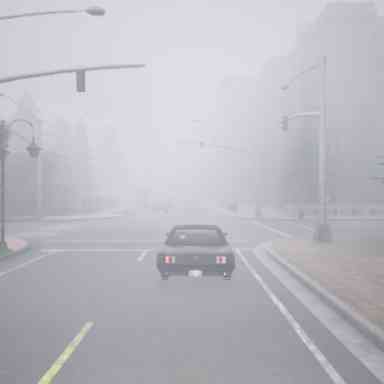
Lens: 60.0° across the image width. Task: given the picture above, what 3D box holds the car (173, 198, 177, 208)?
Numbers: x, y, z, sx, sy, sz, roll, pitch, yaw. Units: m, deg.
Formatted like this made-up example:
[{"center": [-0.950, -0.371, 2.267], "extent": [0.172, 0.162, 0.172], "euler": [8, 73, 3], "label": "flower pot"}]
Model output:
[{"center": [-3.596, 1.690, 47.424], "extent": [1.895, 1.301, 4.718], "euler": [0, 0, 0], "label": "car"}]

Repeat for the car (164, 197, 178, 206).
[{"center": [-3.580, 1.672, 57.504], "extent": [1.994, 1.385, 4.181], "euler": [0, 0, 0], "label": "car"}]

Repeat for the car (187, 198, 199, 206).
[{"center": [0.092, 1.667, 55.290], "extent": [1.994, 1.385, 4.181], "euler": [0, 0, 0], "label": "car"}]

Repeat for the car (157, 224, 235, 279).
[{"center": [0.140, 1.620, 10.037], "extent": [1.895, 1.301, 4.718], "euler": [0, 0, 1], "label": "car"}]

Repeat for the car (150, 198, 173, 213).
[{"center": [-3.599, 1.598, 38.403], "extent": [1.812, 1.442, 4.674], "euler": [0, 0, 1], "label": "car"}]
